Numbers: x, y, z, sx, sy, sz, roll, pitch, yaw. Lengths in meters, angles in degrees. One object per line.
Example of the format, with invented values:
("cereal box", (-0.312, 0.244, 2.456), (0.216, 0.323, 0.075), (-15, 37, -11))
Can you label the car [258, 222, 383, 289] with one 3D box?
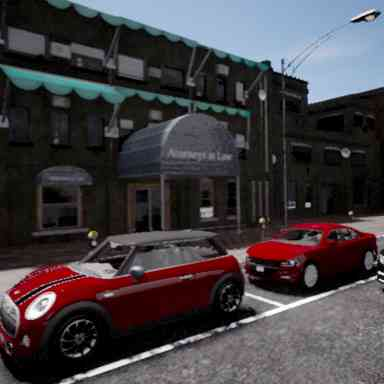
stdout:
("car", (3.397, 1.555, 9.173), (4.507, 1.381, 1.887), (0, -1, -37))

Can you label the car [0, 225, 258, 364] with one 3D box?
("car", (-1.043, 1.475, 5.845), (4.097, 1.590, 1.967), (0, -1, -37))

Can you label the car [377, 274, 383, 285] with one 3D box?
("car", (6.357, 1.473, 8.142), (4.902, 1.511, 2.128), (0, 0, -37))
